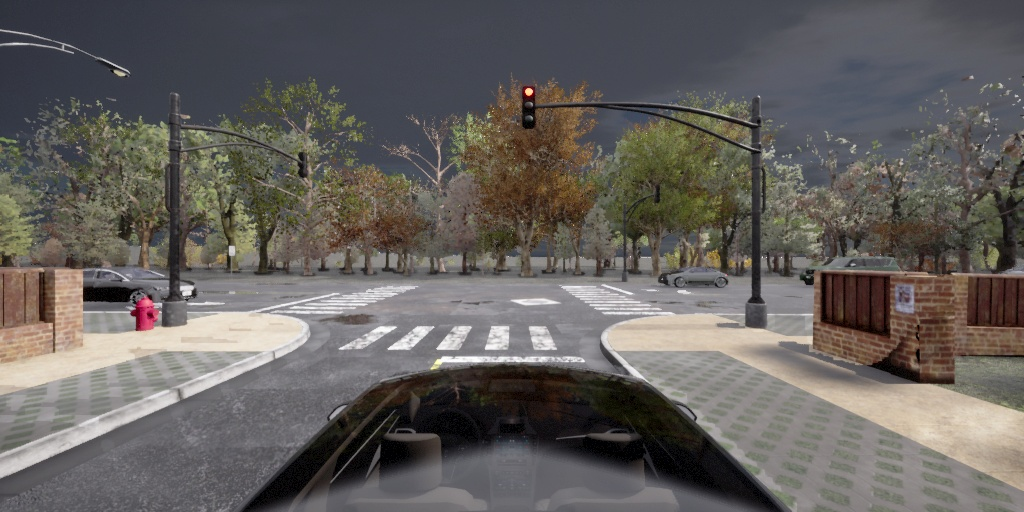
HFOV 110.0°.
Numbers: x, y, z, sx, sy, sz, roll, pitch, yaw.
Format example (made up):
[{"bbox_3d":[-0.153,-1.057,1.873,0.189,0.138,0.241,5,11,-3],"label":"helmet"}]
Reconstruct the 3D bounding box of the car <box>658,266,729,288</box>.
[{"bbox_3d":[12.035,1.368,23.951,4.181,1.385,1.994,0,0,0],"label":"car"}]

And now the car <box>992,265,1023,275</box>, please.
[{"bbox_3d":[34.984,1.371,23.951,4.902,1.511,2.128,0,0,0],"label":"car"}]

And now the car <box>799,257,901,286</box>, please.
[{"bbox_3d":[22.538,1.059,23.964,5.566,2.045,2.150,0,0,-1],"label":"car"}]

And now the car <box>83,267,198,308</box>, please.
[{"bbox_3d":[-15.114,1.183,13.975,4.902,1.511,2.128,0,0,0],"label":"car"}]
